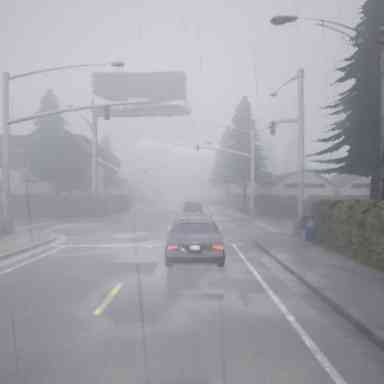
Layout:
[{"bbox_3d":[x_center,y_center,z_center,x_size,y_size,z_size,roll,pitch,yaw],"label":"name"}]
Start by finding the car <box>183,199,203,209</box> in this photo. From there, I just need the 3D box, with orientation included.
[{"bbox_3d":[0.102,1.454,34.790,1.882,1.535,5.008,0,0,0],"label":"car"}]

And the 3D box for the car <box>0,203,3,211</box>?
[{"bbox_3d":[-22.167,1.650,42.462,4.611,1.667,2.242,0,0,0],"label":"car"}]

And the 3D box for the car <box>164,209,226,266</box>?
[{"bbox_3d":[0.091,1.542,11.420,2.033,1.411,5.357,0,0,0],"label":"car"}]
